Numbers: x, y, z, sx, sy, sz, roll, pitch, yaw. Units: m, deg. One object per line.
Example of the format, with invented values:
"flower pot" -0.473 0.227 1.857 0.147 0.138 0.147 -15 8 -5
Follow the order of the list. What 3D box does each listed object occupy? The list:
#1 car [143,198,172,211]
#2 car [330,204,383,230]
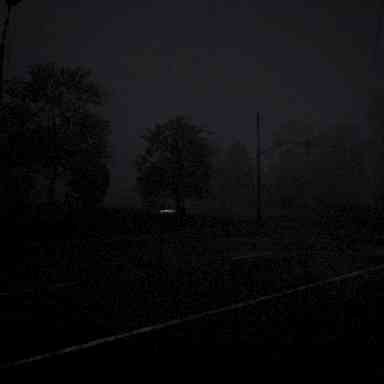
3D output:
"car" -4.211 1.469 40.210 1.994 1.385 4.181 -1 1 -39
"car" 10.708 1.459 20.350 1.994 1.385 4.181 -1 1 -34
